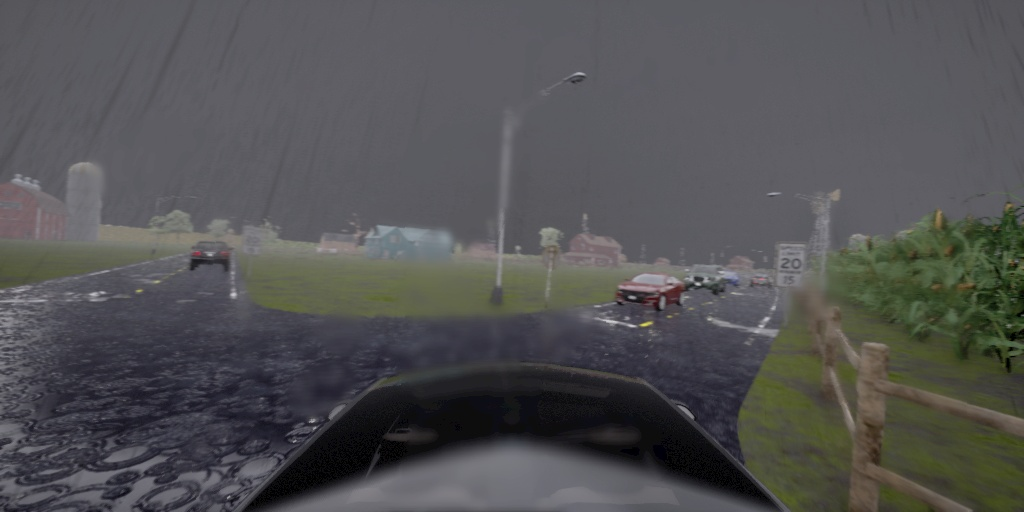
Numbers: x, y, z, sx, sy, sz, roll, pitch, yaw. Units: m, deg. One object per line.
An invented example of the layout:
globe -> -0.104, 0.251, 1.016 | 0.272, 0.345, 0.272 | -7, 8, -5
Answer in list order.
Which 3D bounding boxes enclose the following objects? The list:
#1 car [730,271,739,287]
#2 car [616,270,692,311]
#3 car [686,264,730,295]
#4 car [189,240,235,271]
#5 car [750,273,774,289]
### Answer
car -> 22.405, 2.317, 37.289 | 1.882, 1.535, 5.008 | 4, 1, 36
car -> 6.433, 1.485, 16.408 | 1.882, 1.535, 5.008 | 4, 1, 39
car -> 14.144, 1.629, 26.215 | 2.150, 2.045, 5.566 | 4, 1, 37
car -> -21.481, -0.060, 25.747 | 2.150, 2.045, 5.566 | 4, -1, -38
car -> 26.118, 2.574, 37.551 | 2.128, 1.511, 4.902 | 4, 1, 36
